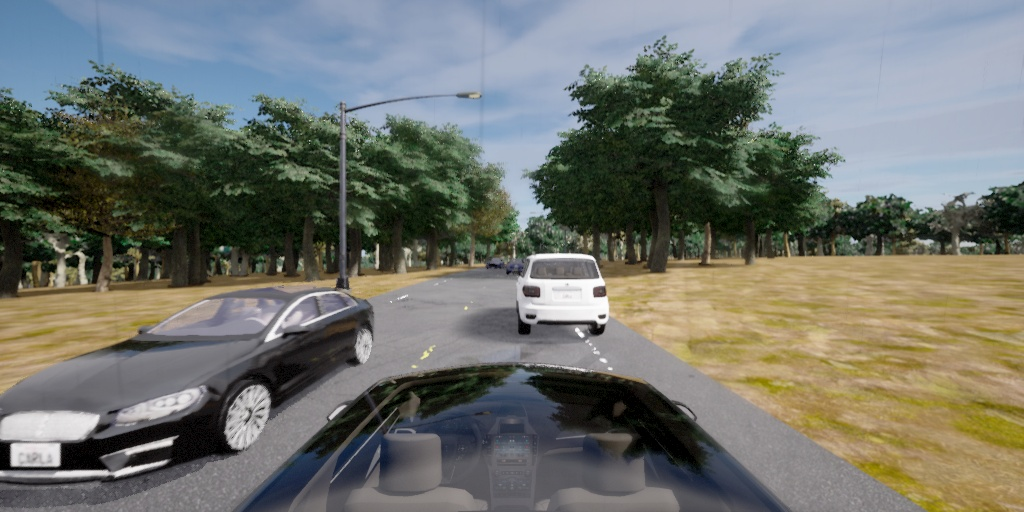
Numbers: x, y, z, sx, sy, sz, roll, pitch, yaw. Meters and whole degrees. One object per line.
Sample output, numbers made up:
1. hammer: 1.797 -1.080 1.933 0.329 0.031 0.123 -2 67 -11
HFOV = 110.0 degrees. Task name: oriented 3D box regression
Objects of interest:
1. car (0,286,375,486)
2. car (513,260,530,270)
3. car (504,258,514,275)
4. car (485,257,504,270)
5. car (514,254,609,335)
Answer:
1. car: -3.599 1.241 5.158 2.128 1.511 4.902 0 0 0
2. car: 1.385 1.207 49.313 1.895 1.301 4.718 0 0 7
3. car: 0.580 1.019 38.555 2.097 1.767 4.553 0 0 3
4. car: -2.277 0.966 48.951 2.097 1.767 4.553 0 0 6
5. car: 1.226 0.969 10.648 2.150 2.045 5.566 0 0 0
